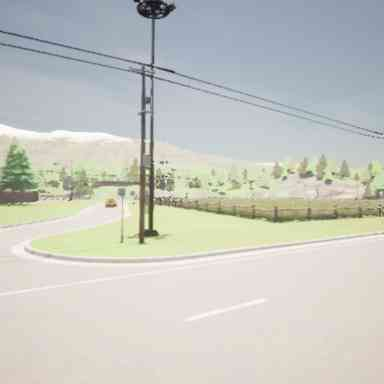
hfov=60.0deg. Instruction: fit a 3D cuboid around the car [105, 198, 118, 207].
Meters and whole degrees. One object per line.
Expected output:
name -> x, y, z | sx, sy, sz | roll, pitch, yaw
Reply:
car -> -13.654, 1.734, 56.615 | 1.882, 1.535, 5.008 | 1, 0, -11
